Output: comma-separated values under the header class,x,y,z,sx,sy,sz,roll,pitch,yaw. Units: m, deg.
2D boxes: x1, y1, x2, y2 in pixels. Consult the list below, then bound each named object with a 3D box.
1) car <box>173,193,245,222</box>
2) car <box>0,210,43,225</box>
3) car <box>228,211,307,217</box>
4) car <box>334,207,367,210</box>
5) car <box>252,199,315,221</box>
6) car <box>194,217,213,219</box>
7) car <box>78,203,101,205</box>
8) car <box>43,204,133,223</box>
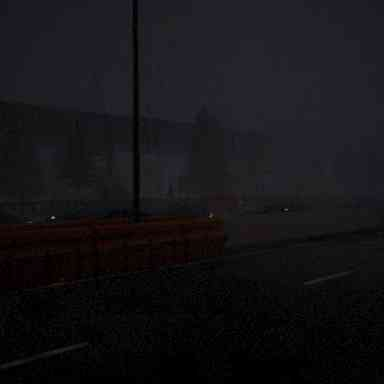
class,x,y,z,sx,sy,sz,roll,pitch,yaw
car,1.460,1.104,26.391,5.566,2.045,2.150,-1,0,-35
car,-9.331,1.522,14.493,4.674,1.442,1.812,0,0,-35
car,4.702,1.490,20.106,4.718,1.301,1.895,-1,0,-35
car,12.248,1.375,25.481,4.674,1.442,1.812,-1,0,-35
car,7.257,1.340,26.223,4.902,1.511,2.128,-1,0,-35
car,-0.956,1.413,20.374,4.902,1.511,2.128,-1,0,-35
car,-6.621,1.446,20.652,4.902,1.511,2.128,-1,0,-35
car,-3.435,1.439,14.367,5.008,1.535,1.882,-1,0,-35
